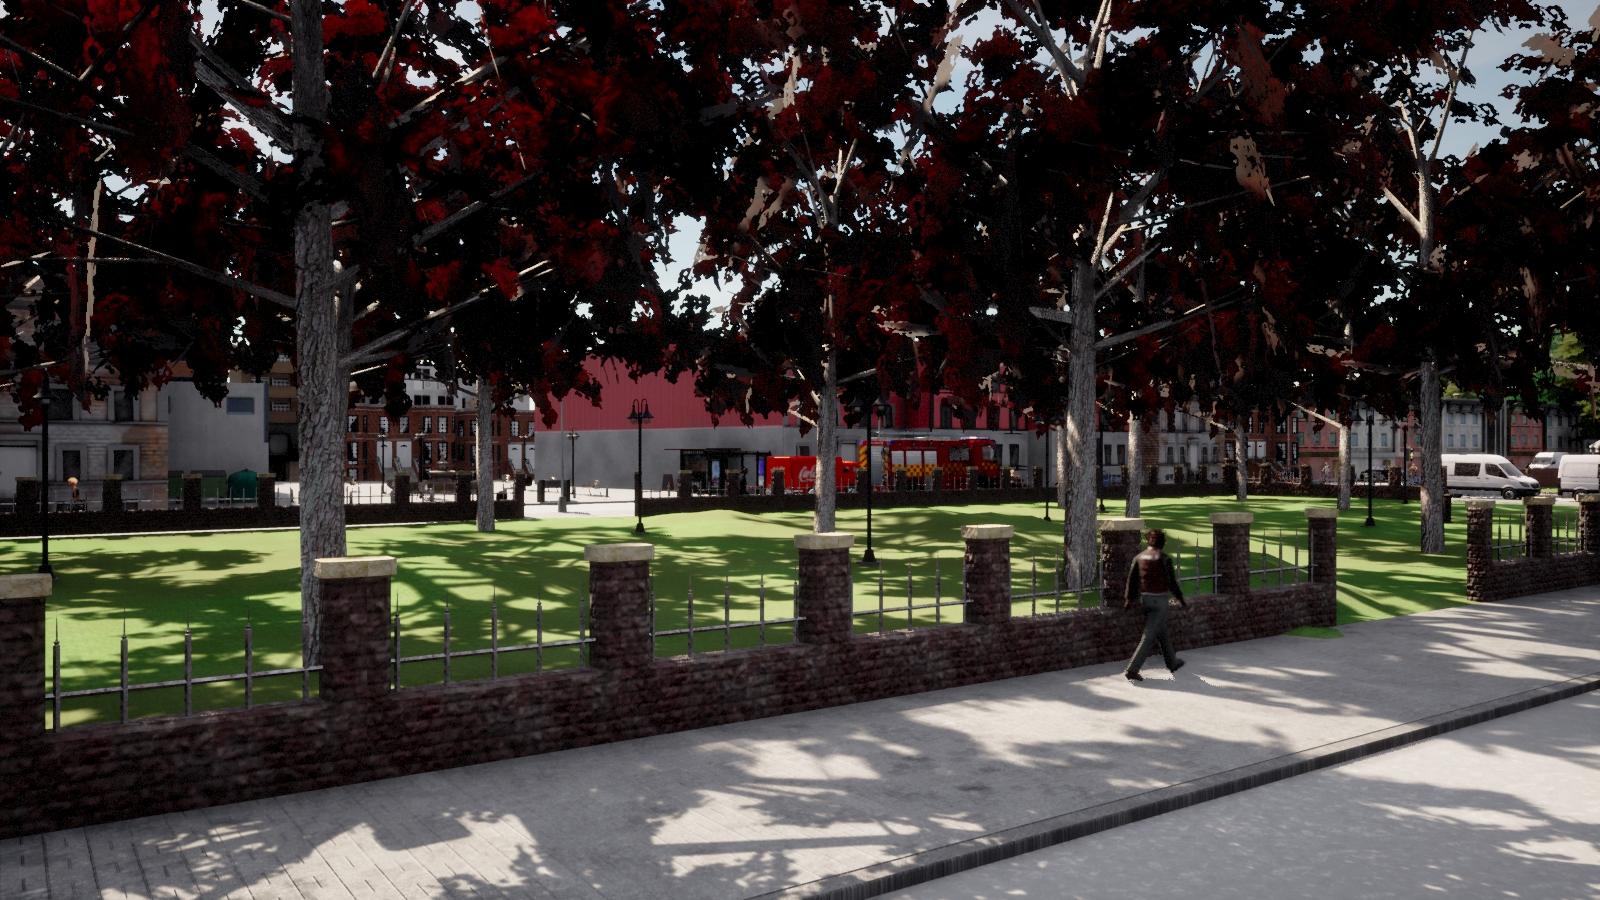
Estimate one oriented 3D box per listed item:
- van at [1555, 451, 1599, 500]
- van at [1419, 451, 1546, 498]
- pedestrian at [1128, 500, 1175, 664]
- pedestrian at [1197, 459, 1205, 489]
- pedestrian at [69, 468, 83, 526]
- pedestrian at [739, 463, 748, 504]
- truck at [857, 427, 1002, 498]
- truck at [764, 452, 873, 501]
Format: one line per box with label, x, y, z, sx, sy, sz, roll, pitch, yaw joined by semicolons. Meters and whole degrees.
van;42.801;1.314;59.145;1.988;2.561;5.915;0;0;-34
van;38.735;1.314;65.046;1.988;2.561;5.915;0;0;-34
pedestrian;4.119;1.525;13.396;0.375;1.860;0.375;0;0;-34
pedestrian;25.127;1.523;71.585;0.375;1.860;0.375;0;0;-18
pedestrian;-23.633;1.525;37.281;0.375;1.860;0.375;0;0;-35
pedestrian;-2.583;1.524;52.267;0.375;1.860;0.375;0;0;-14
truck;7.473;0.671;65.186;8.468;3.827;2.891;0;0;-35
truck;0.982;1.348;60.339;5.204;2.467;2.627;0;0;-35
